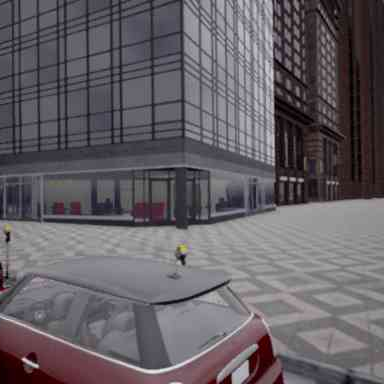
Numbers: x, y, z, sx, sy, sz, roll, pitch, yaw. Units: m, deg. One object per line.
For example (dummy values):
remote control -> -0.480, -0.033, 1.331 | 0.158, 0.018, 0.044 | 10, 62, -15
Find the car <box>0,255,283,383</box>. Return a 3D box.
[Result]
car -> -1.203, 1.458, 3.716 | 4.097, 1.590, 1.967 | 0, -1, 36
